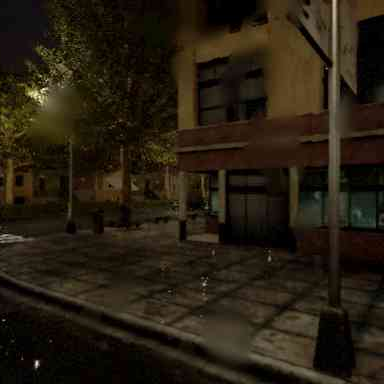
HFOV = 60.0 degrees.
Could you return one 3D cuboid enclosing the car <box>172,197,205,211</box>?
[{"bbox_3d":[-0.423,1.355,40.228,2.097,1.767,4.553,0,0,36],"label":"car"}]
